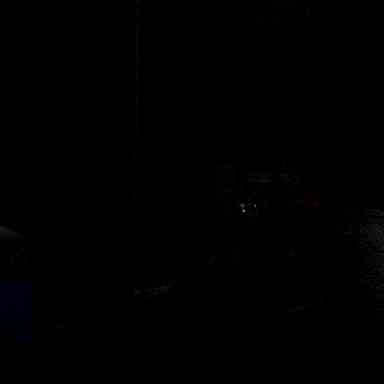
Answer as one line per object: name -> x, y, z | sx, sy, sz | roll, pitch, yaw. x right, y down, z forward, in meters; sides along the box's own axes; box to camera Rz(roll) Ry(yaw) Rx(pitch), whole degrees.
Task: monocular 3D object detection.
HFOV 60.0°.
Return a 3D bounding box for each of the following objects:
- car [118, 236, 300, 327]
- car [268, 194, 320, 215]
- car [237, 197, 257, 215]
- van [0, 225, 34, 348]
car -> 0.545, 1.625, 7.035 | 4.206, 1.307, 1.802 | 1, 0, -35
car -> 10.645, 1.225, 34.972 | 2.150, 2.045, 5.566 | 1, 0, -36
car -> 4.224, 1.247, 32.593 | 2.097, 1.767, 4.553 | 1, 0, -36
van -> -3.973, 1.330, 3.813 | 3.998, 1.788, 1.690 | 1, 0, -35
